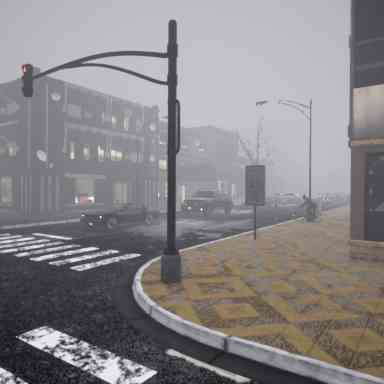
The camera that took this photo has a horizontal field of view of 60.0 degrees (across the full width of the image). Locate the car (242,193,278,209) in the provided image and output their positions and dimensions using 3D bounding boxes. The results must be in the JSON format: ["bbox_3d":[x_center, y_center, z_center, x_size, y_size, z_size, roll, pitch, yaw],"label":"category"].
[{"bbox_3d":[7.088,1.014,35.379,1.895,1.301,4.718,1,1,35],"label":"car"}]

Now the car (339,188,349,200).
[{"bbox_3d":[24.218,0.572,54.545,2.033,1.411,5.357,1,1,36],"label":"car"}]

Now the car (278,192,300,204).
[{"bbox_3d":[12.961,0.771,43.792,1.812,1.442,4.674,1,1,34],"label":"car"}]

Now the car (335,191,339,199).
[{"bbox_3d":[18.538,0.788,46.308,1.895,1.301,4.718,1,1,35],"label":"car"}]

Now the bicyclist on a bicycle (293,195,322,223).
[{"bbox_3d":[6.785,1.003,19.589,1.656,1.620,0.582,0,1,35],"label":"bicyclist on a bicycle"}]

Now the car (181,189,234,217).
[{"bbox_3d":[1.379,0.798,27.130,2.150,2.045,5.566,1,1,35],"label":"car"}]

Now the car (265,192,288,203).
[{"bbox_3d":[12.109,0.767,47.234,1.802,1.307,4.206,2,2,35],"label":"car"}]

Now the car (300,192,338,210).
[{"bbox_3d":[12.658,0.993,33.059,2.008,1.369,4.403,2,2,35],"label":"car"}]

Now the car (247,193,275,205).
[{"bbox_3d":[8.870,0.821,42.612,1.887,1.381,4.507,2,2,35],"label":"car"}]

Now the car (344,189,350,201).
[{"bbox_3d":[25.417,0.619,51.680,1.887,1.381,4.507,2,2,35],"label":"car"}]

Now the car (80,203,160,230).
[{"bbox_3d":[-4.062,1.334,19.289,1.895,1.301,4.718,1,1,35],"label":"car"}]
